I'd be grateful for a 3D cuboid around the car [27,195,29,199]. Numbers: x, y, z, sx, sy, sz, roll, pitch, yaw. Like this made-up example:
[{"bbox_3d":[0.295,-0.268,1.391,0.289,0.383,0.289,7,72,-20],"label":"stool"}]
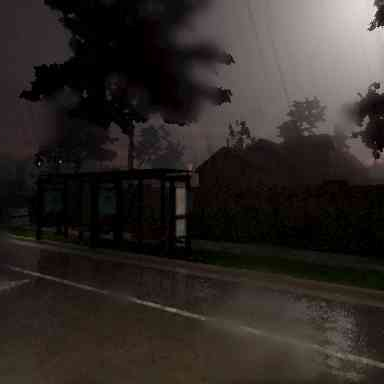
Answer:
[{"bbox_3d":[-28.564,1.165,56.701,3.806,1.475,1.970,0,0,36],"label":"car"}]
